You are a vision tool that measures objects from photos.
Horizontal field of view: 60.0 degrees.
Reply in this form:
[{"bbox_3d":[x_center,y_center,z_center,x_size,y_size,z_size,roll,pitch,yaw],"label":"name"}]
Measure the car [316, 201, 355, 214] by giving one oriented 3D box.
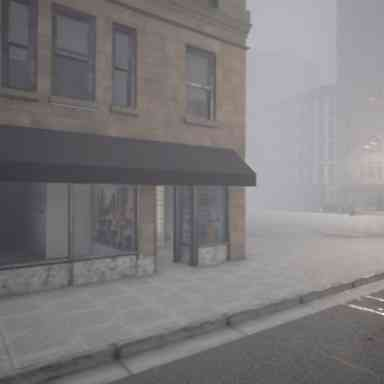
[{"bbox_3d":[18.076,1.901,42.140,1.837,1.490,4.892,0,-1,-27],"label":"car"}]
